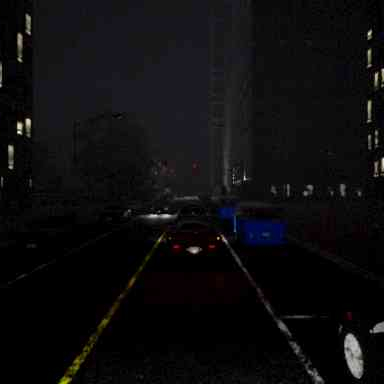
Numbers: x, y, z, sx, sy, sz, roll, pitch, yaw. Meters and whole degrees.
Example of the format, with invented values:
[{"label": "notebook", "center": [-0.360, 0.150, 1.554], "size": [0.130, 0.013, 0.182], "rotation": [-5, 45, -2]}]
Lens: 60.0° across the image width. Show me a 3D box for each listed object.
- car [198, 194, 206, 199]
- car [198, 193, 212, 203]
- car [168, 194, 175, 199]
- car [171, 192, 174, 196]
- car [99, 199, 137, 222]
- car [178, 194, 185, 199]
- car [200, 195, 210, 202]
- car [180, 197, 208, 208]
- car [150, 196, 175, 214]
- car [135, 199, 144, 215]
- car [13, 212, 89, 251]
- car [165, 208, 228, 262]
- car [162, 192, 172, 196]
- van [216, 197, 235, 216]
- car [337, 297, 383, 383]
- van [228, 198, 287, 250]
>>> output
[{"label": "car", "center": [2.712, 1.219, 91.893], "size": [1.947, 1.339, 4.313], "rotation": [0, 0, 0]}, {"label": "car", "center": [2.707, 1.213, 63.488], "size": [1.967, 1.590, 4.097], "rotation": [0, 0, 0]}, {"label": "car", "center": [-5.669, 1.235, 91.899], "size": [1.802, 1.307, 4.206], "rotation": [0, 0, 0]}, {"label": "car", "center": [-5.672, 1.278, 74.851], "size": [2.008, 1.369, 4.403], "rotation": [0, 0, 0]}, {"label": "car", "center": [-5.763, 1.495, 25.363], "size": [1.947, 1.339, 4.313], "rotation": [0, 0, 0]}, {"label": "car", "center": [-2.981, 1.134, 93.031], "size": [2.033, 1.411, 5.357], "rotation": [0, 0, 0]}, {"label": "car", "center": [2.707, 1.316, 69.169], "size": [1.947, 1.339, 4.313], "rotation": [0, 0, 0]}, {"label": "car", "center": [0.079, 1.399, 27.079], "size": [1.882, 1.535, 5.008], "rotation": [0, 0, 0]}, {"label": "car", "center": [-3.037, 1.443, 33.569], "size": [2.033, 1.411, 5.357], "rotation": [0, 0, 0]}, {"label": "car", "center": [-5.810, 1.425, 32.597], "size": [1.752, 1.417, 4.829], "rotation": [0, 0, 0]}, {"label": "car", "center": [-5.686, 1.538, 13.967], "size": [1.947, 1.339, 4.313], "rotation": [0, 0, 0]}, {"label": "car", "center": [0.075, 1.504, 11.968], "size": [1.812, 1.442, 4.674], "rotation": [0, 0, 0]}, {"label": "car", "center": [-5.673, 1.295, 69.168], "size": [1.887, 1.381, 4.507], "rotation": [0, 0, 0]}, {"label": "van", "center": [2.780, 1.270, 25.362], "size": [1.690, 1.788, 3.998], "rotation": [0, 0, 0]}, {"label": "car", "center": [2.691, 1.548, 2.561], "size": [2.008, 1.369, 4.403], "rotation": [0, 0, 0]}, {"label": "van", "center": [2.696, 1.313, 13.965], "size": [1.690, 1.788, 3.998], "rotation": [0, 0, 0]}]
